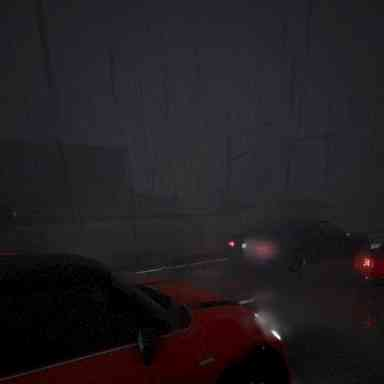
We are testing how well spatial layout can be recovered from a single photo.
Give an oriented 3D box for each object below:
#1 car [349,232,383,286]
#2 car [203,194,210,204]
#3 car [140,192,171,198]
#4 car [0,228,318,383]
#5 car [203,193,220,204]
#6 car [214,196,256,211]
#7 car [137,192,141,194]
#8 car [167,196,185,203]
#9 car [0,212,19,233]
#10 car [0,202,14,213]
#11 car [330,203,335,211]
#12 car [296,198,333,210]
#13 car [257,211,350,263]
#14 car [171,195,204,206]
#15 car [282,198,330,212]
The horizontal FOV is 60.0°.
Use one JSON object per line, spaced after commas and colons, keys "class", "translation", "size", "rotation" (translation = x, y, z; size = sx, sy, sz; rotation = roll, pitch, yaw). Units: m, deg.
{"class": "car", "translation": [6.108, 1.601, 8.144], "size": [4.718, 1.301, 1.895], "rotation": [0, 0, -35]}
{"class": "car", "translation": [0.279, 1.547, 60.774], "size": [2.033, 1.411, 5.357], "rotation": [0, 0, -36]}
{"class": "car", "translation": [-6.326, 1.221, 57.951], "size": [2.150, 2.045, 5.566], "rotation": [0, 0, -35]}
{"class": "car", "translation": [-1.222, 1.352, 2.875], "size": [4.553, 1.767, 2.097], "rotation": [0, 0, -35]}
{"class": "car", "translation": [3.956, 1.220, 61.682], "size": [2.150, 2.045, 5.566], "rotation": [0, 0, -36]}
{"class": "car", "translation": [5.498, 1.548, 41.420], "size": [2.033, 1.411, 5.357], "rotation": [0, 0, -34]}
{"class": "car", "translation": [-12.125, 0.975, 83.880], "size": [2.150, 2.045, 5.566], "rotation": [0, 0, -36]}
{"class": "car", "translation": [-3.424, 1.552, 71.941], "size": [1.994, 1.385, 4.181], "rotation": [0, 0, -36]}
{"class": "car", "translation": [-4.281, 1.352, 4.993], "size": [4.553, 1.767, 2.097], "rotation": [0, 0, -35]}
{"class": "car", "translation": [-12.047, 1.352, 18.114], "size": [4.553, 1.767, 2.097], "rotation": [0, 0, -36]}
{"class": "car", "translation": [14.918, 1.477, 40.659], "size": [1.882, 1.535, 5.008], "rotation": [0, 0, -36]}
{"class": "car", "translation": [16.375, 1.564, 44.604], "size": [1.994, 1.385, 4.181], "rotation": [0, 0, -36]}
{"class": "car", "translation": [3.534, 1.547, 10.615], "size": [5.357, 1.411, 2.033], "rotation": [0, 0, -35]}
{"class": "car", "translation": [-0.824, 1.547, 56.329], "size": [2.033, 1.411, 5.357], "rotation": [0, 0, -36]}
{"class": "car", "translation": [12.634, 1.477, 37.851], "size": [1.882, 1.535, 5.008], "rotation": [0, 0, -36]}
